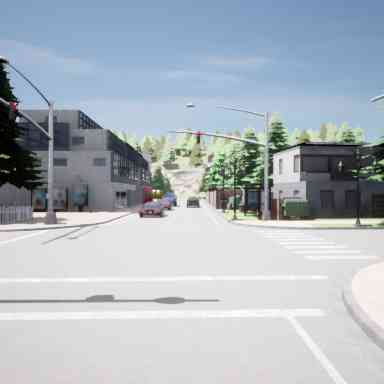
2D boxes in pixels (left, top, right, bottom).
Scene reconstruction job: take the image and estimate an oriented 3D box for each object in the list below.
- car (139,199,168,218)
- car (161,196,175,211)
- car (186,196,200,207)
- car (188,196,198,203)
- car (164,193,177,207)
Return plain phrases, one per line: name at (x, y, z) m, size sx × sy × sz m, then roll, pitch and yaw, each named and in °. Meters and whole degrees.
car at (-3.558, 1.564, 30.033) m, size 1.994 × 1.385 × 4.181 m, roll 0°, pitch 0°, yaw 0°
car at (-3.536, 1.525, 41.386) m, size 1.812 × 1.442 × 4.674 m, roll 0°, pitch 0°, yaw 0°
car at (0.166, 1.505, 50.126) m, size 1.837 × 1.490 × 4.892 m, roll 0°, pitch 0°, yaw 0°
car at (0.192, 1.547, 69.074) m, size 2.033 × 1.411 × 5.357 m, roll 0°, pitch 0°, yaw 0°
car at (-3.519, 1.221, 52.456) m, size 2.150 × 2.045 × 5.566 m, roll 0°, pitch 0°, yaw 0°
